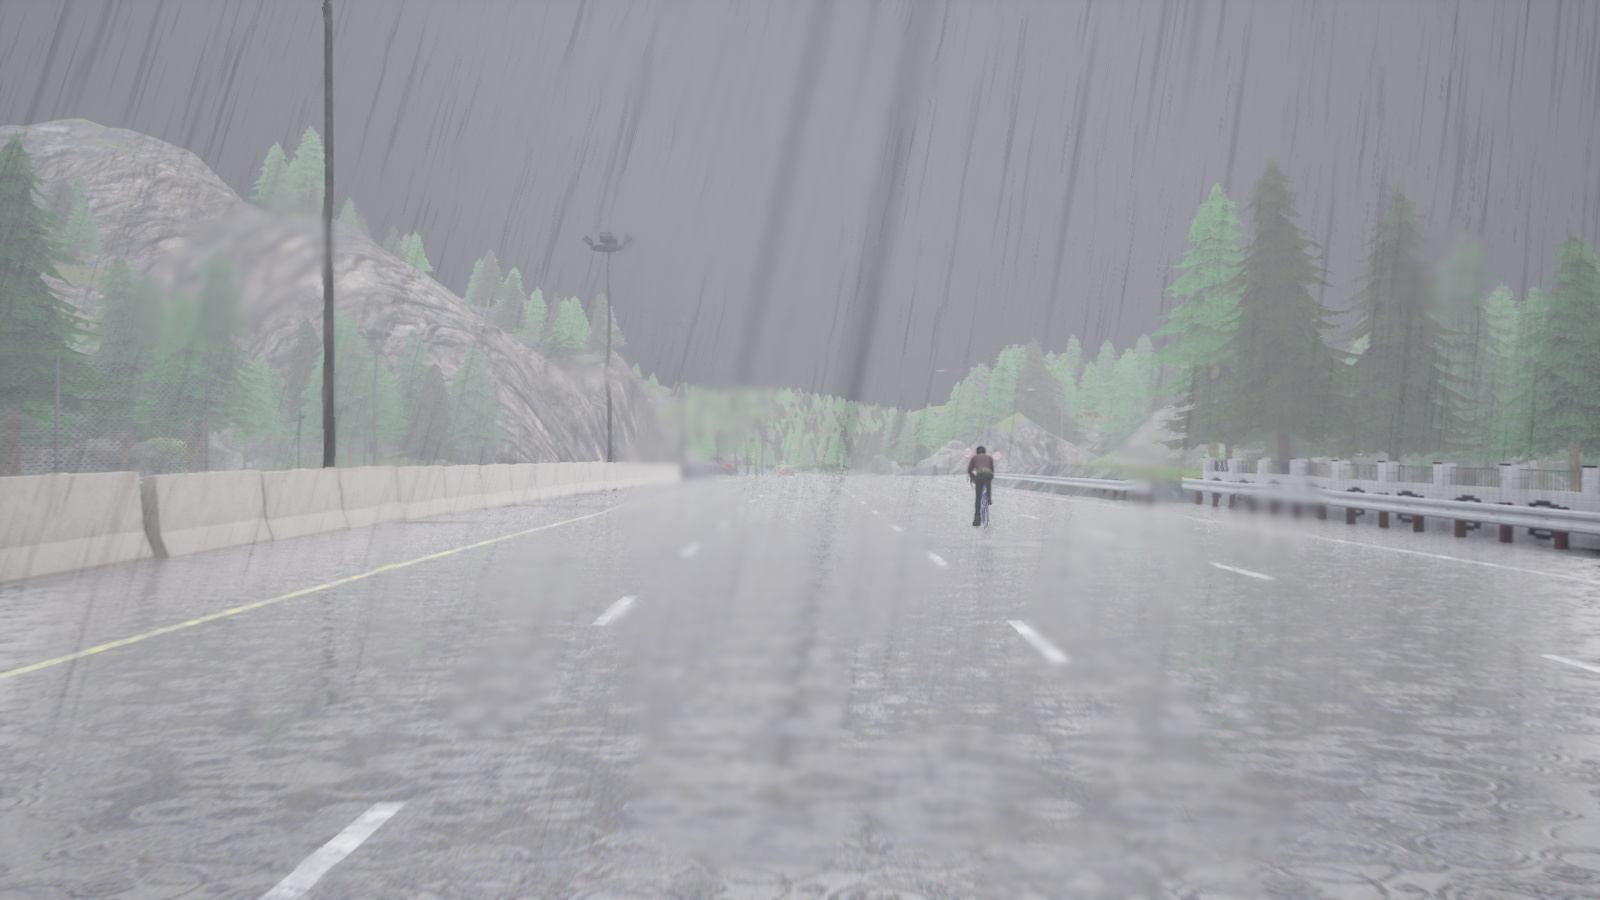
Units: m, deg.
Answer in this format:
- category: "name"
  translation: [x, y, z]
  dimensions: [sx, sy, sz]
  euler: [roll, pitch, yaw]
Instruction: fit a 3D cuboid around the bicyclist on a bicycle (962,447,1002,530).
- category: "bicyclist on a bicycle"
  translation: [3.659, 0.755, 25.312]
  dimensions: [0.582, 1.620, 1.656]
  euler: [0, -1, 0]
